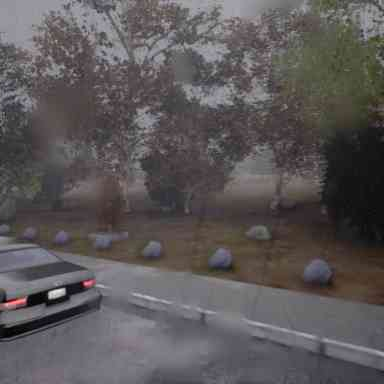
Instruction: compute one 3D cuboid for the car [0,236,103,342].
[{"bbox_3d":[-4.081,1.596,6.481,5.357,1.411,2.033,0,0,36],"label":"car"}]
